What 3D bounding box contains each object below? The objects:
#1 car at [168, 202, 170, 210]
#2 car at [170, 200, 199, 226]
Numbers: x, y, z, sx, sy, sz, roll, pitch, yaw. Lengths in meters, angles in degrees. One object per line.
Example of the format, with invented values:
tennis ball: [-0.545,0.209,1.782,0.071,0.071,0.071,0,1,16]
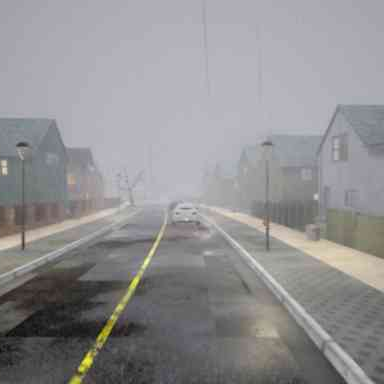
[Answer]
car: [-2.001,1.667,42.875,1.994,1.385,4.181,0,0,-6]
car: [-0.498,1.542,23.688,1.812,1.442,4.674,0,0,-3]
